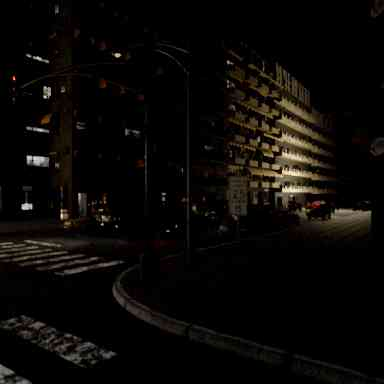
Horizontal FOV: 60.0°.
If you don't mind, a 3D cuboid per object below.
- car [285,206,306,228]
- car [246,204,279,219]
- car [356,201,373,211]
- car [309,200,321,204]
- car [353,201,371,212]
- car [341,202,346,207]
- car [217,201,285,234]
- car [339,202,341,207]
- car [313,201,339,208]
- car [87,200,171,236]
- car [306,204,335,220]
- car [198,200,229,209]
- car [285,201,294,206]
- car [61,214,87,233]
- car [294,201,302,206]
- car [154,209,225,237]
[{"bbox_3d":[7.264,2.042,26.637,1.887,1.381,4.507,-1,-2,35],"label":"car"},{"bbox_3d":[8.096,2.190,37.858,1.837,1.490,4.892,0,-1,35],"label":"car"},{"bbox_3d":[33.162,2.620,63.818,2.192,1.841,5.009,-1,-2,35],"label":"car"},{"bbox_3d":[23.043,2.769,63.888,1.887,1.381,4.507,-1,-2,35],"label":"car"},{"bbox_3d":[29.924,2.521,59.170,2.192,1.841,5.009,-1,-2,35],"label":"car"},{"bbox_3d":[39.232,3.280,87.123,1.947,1.339,4.313,-1,-2,35],"label":"car"},{"bbox_3d":[4.025,1.710,21.996,2.192,1.841,5.009,-1,-2,35],"label":"car"},{"bbox_3d":[32.756,3.065,77.828,1.887,1.381,4.507,-1,-2,35],"label":"car"},{"bbox_3d":[19.678,2.464,48.906,1.837,1.490,4.892,0,-1,35],"label":"car"},{"bbox_3d":[-3.527,1.539,21.198,2.150,2.045,5.566,0,-1,35],"label":"car"},{"bbox_3d":[13.739,2.283,35.929,1.802,1.307,4.206,-1,-2,35],"label":"car"},{"bbox_3d":[2.376,1.727,29.672,2.150,2.045,5.566,0,-1,34],"label":"car"},{"bbox_3d":[13.232,2.444,49.807,1.752,1.417,4.829,-1,-2,35],"label":"car"},{"bbox_3d":[-6.192,1.832,21.925,1.752,1.417,4.829,-1,-2,35],"label":"car"},{"bbox_3d":[16.566,2.338,54.599,2.192,1.841,5.009,-1,-2,35],"label":"car"},{"bbox_3d":[-0.099,1.935,20.425,1.895,1.301,4.718,0,-1,34],"label":"car"}]
